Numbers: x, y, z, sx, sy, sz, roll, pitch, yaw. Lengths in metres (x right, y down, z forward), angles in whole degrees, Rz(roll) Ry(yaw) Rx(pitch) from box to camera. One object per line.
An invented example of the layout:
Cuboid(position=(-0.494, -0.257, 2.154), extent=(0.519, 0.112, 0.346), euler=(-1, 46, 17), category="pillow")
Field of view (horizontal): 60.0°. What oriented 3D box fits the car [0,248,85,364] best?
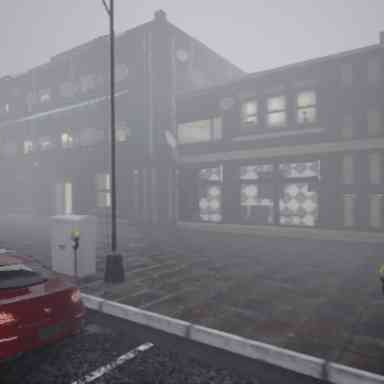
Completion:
Cuboid(position=(-3.456, 1.565, 5.285), extent=(4.206, 1.307, 1.802), euler=(0, 0, 35), category="car")
